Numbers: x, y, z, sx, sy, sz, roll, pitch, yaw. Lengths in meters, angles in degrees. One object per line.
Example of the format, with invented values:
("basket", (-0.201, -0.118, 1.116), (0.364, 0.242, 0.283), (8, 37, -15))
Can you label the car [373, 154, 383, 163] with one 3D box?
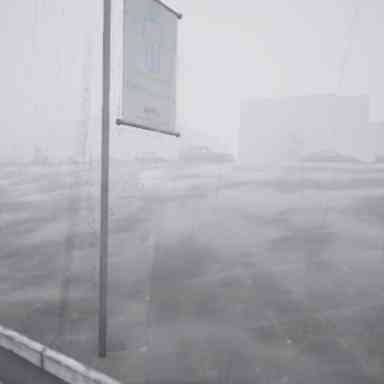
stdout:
("car", (16.620, -2.495, 25.678), (4.674, 1.452, 2.002), (2, 1, 21))

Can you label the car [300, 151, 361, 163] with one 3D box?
("car", (11.449, -2.703, 27.661), (4.674, 1.452, 2.002), (2, 1, 22))

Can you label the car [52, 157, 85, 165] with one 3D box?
("car", (-13.750, -3.421, 39.139), (4.674, 1.452, 2.002), (1, 1, 28))

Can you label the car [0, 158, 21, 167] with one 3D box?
("car", (-23.608, -3.792, 44.543), (4.553, 1.767, 2.185), (1, 1, 31))

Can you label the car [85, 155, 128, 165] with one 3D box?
("car", (-8.917, -3.360, 36.682), (4.892, 1.521, 2.231), (1, 1, 27))

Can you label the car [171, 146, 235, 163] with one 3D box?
("car", (1.266, -3.345, 31.903), (5.566, 2.045, 2.435), (2, 1, 25))

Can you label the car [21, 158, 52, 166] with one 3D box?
("car", (-18.615, -3.532, 41.745), (4.792, 1.488, 2.163), (1, 1, 29))

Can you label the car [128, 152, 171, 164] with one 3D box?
("car", (-3.836, -3.363, 34.241), (4.553, 1.767, 2.185), (1, 1, 26))
